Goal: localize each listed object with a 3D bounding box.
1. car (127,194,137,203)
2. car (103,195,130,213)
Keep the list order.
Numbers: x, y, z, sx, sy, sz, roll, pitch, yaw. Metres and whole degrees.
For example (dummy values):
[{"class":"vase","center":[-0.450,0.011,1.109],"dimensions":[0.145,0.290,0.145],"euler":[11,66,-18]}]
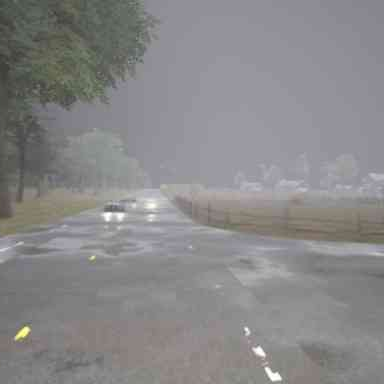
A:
[{"class":"car","center":[-10.017,1.062,54.119],"dimensions":[1.812,1.442,4.674],"euler":[1,1,-6]},{"class":"car","center":[-7.748,1.346,33.840],"dimensions":[1.994,1.385,4.181],"euler":[1,0,-6]}]
